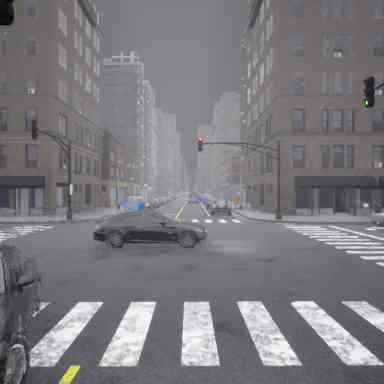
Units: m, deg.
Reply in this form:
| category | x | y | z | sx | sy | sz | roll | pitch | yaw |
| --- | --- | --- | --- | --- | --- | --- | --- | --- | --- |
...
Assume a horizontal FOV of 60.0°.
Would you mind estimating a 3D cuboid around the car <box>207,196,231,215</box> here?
| category | x | y | z | sx | sy | sz | roll | pitch | yaw |
| --- | --- | --- | --- | --- | --- | --- | --- | --- | --- |
| car | 2.801 | 1.442 | 33.319 | 1.967 | 1.590 | 4.097 | 0 | 0 | 0 |

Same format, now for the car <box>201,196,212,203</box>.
| category | x | y | z | sx | sy | sz | roll | pitch | yaw |
| --- | --- | --- | --- | --- | --- | --- | --- | --- | --- |
| car | 2.940 | 1.552 | 67.335 | 2.008 | 1.369 | 4.403 | 0 | 0 | 0 |

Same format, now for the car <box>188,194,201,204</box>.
| category | x | y | z | sx | sy | sz | roll | pitch | yaw |
| --- | --- | --- | --- | --- | --- | --- | --- | --- | --- |
| car | 0.255 | 1.566 | 62.890 | 1.994 | 1.385 | 4.181 | 0 | 0 | 0 |

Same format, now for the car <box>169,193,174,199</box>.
| category | x | y | z | sx | sy | sz | roll | pitch | yaw |
| --- | --- | --- | --- | --- | --- | --- | --- | --- | --- |
| car | -5.562 | 1.544 | 73.029 | 1.887 | 1.381 | 4.507 | 0 | 0 | 0 |

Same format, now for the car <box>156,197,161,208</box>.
| category | x | y | z | sx | sy | sz | roll | pitch | yaw |
| --- | --- | --- | --- | --- | --- | --- | --- | --- | --- |
| car | -5.678 | 1.569 | 44.689 | 1.947 | 1.339 | 4.313 | 0 | 0 | 0 |

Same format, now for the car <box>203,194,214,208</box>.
| category | x | y | z | sx | sy | sz | roll | pitch | yaw |
| --- | --- | --- | --- | --- | --- | --- | --- | --- | --- |
| car | 2.847 | 1.443 | 44.657 | 1.967 | 1.590 | 4.097 | 0 | 0 | 0 |

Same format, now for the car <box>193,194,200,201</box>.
| category | x | y | z | sx | sy | sz | roll | pitch | yaw |
| --- | --- | --- | --- | --- | --- | --- | --- | --- | --- |
| car | 1.151 | 1.448 | 89.512 | 1.801 | 1.575 | 5.366 | 0 | 0 | 0 |

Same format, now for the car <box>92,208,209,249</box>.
| category | x | y | z | sx | sy | sz | roll | pitch | yaw |
| --- | --- | --- | --- | --- | --- | --- | --- | --- | --- |
| car | -1.729 | 1.526 | 13.869 | 4.674 | 1.442 | 1.812 | 0 | 0 | 0 |

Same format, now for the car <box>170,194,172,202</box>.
| category | x | y | z | sx | sy | sz | roll | pitch | yaw |
| --- | --- | --- | --- | --- | --- | --- | --- | --- | --- |
| car | -5.585 | 1.567 | 67.362 | 1.947 | 1.339 | 4.313 | 0 | 0 | 0 |

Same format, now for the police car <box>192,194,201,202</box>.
| category | x | y | z | sx | sy | sz | roll | pitch | yaw |
| --- | --- | --- | --- | --- | --- | --- | --- | --- | --- |
| police car | 1.119 | 1.422 | 79.417 | 1.930 | 1.638 | 5.238 | 0 | 0 | -1 |

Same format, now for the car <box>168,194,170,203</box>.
| category | x | y | z | sx | sy | sz | roll | pitch | yaw |
| --- | --- | --- | --- | --- | --- | --- | --- | --- | --- |
| car | -5.609 | 1.527 | 61.523 | 1.752 | 1.417 | 4.829 | 0 | 0 | 0 |

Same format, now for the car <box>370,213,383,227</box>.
| category | x | y | z | sx | sy | sz | roll | pitch | yaw |
| --- | --- | --- | --- | --- | --- | --- | --- | --- | --- |
| car | 13.747 | 1.615 | 20.656 | 4.718 | 1.301 | 1.895 | 0 | 0 | 0 |

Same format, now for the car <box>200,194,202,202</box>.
| category | x | y | z | sx | sy | sz | roll | pitch | yaw |
| --- | --- | --- | --- | --- | --- | --- | --- | --- | --- |
| car | 2.918 | 1.527 | 61.835 | 1.752 | 1.417 | 4.829 | 0 | 0 | 0 |

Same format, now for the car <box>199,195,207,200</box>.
| category | x | y | z | sx | sy | sz | roll | pitch | yaw |
| --- | --- | --- | --- | --- | --- | --- | --- | --- | --- |
| car | 3.033 | 1.558 | 90.012 | 1.947 | 1.339 | 4.313 | 0 | 0 | 0 |

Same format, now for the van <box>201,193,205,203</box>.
| category | x | y | z | sx | sy | sz | roll | pitch | yaw |
| --- | --- | --- | --- | --- | --- | --- | --- | --- | --- |
| van | 2.893 | 1.344 | 55.996 | 1.690 | 1.788 | 3.998 | 0 | 0 | 0 |

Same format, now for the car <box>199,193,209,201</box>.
| category | x | y | z | sx | sy | sz | roll | pitch | yaw |
| --- | --- | --- | --- | --- | --- | --- | --- | --- | --- |
| car | 3.010 | 1.310 | 84.342 | 2.192 | 1.841 | 5.009 | 0 | 0 | 0 |

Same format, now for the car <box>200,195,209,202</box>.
| category | x | y | z | sx | sy | sz | roll | pitch | yaw |
| --- | --- | --- | --- | --- | --- | --- | --- | --- | --- |
| car | 2.987 | 1.437 | 78.673 | 1.967 | 1.590 | 4.097 | 0 | 0 | 0 |

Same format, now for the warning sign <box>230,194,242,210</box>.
| category | x | y | z | sx | sy | sz | roll | pitch | yaw |
| --- | --- | --- | --- | --- | --- | --- | --- | --- | --- |
| warning sign | 5.226 | 1.118 | 39.304 | 1.300 | 1.860 | 1.060 | 0 | 0 | 0 |

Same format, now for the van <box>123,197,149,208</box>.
| category | x | y | z | sx | sy | sz | roll | pitch | yaw |
| --- | --- | --- | --- | --- | --- | --- | --- | --- | --- |
| van | -5.725 | 1.343 | 33.352 | 1.690 | 1.788 | 3.998 | 0 | 0 | 0 |

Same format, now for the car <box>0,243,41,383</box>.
| category | x | y | z | sx | sy | sz | roll | pitch | yaw |
| --- | --- | --- | --- | --- | --- | --- | --- | --- | --- |
| car | -3.277 | 1.527 | 4.726 | 1.812 | 1.442 | 4.674 | 1 | 0 | -20 |

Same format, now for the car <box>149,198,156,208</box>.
| category | x | y | z | sx | sy | sz | roll | pitch | yaw |
| --- | --- | --- | --- | --- | --- | --- | --- | --- | --- |
| car | -5.702 | 1.443 | 39.020 | 1.967 | 1.590 | 4.097 | 0 | 0 | 0 |

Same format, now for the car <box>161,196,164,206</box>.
| category | x | y | z | sx | sy | sz | roll | pitch | yaw |
| --- | --- | --- | --- | --- | --- | --- | --- | --- | --- |
| car | -5.655 | 1.585 | 50.357 | 1.802 | 1.307 | 4.206 | 0 | 0 | 0 |

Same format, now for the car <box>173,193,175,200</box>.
| category | x | y | z | sx | sy | sz | roll | pitch | yaw |
| --- | --- | --- | --- | --- | --- | --- | --- | --- | --- |
| car | -5.539 | 1.522 | 78.528 | 1.752 | 1.417 | 4.829 | 0 | 0 | 0 |

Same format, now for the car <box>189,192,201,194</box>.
| category | x | y | z | sx | sy | sz | roll | pitch | yaw |
| --- | --- | --- | --- | --- | --- | --- | --- | --- | --- |
| car | 0.296 | 1.039 | 72.923 | 2.150 | 2.045 | 5.566 | 0 | 0 | 0 |

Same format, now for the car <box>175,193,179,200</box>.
| category | x | y | z | sx | sy | sz | roll | pitch | yaw |
| --- | --- | --- | --- | --- | --- | --- | --- | --- | --- |
| car | -5.492 | 1.307 | 90.035 | 2.192 | 1.841 | 5.009 | 0 | 0 | 0 |

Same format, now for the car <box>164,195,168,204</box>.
| category | x | y | z | sx | sy | sz | roll | pitch | yaw |
| --- | --- | --- | --- | --- | --- | --- | --- | --- | --- |
| car | -5.632 | 1.569 | 56.025 | 1.947 | 1.339 | 4.313 | 0 | 0 | 0 |
